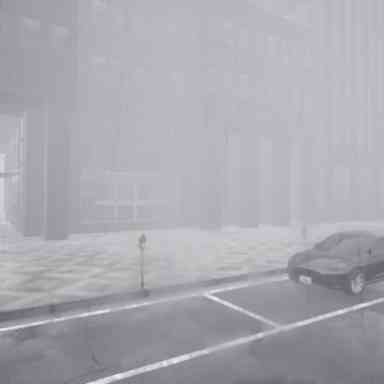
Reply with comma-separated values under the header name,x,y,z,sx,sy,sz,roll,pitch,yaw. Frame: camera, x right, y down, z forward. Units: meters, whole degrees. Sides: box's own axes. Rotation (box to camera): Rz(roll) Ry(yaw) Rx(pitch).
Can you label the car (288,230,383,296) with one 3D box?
name,x,y,z,sx,sy,sz,roll,pitch,yaw
car,4.571,1.755,9.125,4.313,1.339,1.947,1,-1,-32
